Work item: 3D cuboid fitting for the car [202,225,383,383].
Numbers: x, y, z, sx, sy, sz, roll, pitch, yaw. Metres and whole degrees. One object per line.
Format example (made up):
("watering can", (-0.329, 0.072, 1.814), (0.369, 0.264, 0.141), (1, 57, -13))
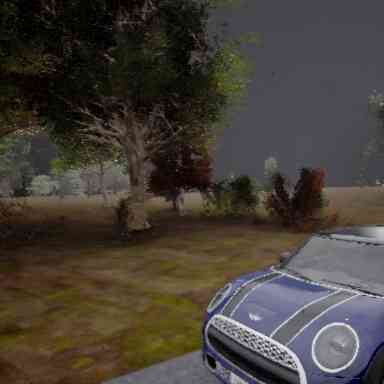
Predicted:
("car", (2.348, 1.322, 4.593), (4.553, 1.767, 2.097), (-1, 1, -34))
